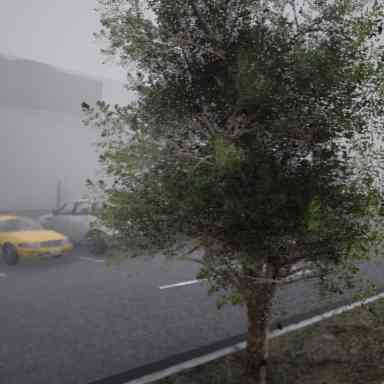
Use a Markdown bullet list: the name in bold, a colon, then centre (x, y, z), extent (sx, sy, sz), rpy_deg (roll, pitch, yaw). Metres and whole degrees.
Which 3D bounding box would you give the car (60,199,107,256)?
- **car**: centre (-4.145, 1.283, 13.642), extent (5.566, 2.045, 2.435), rpy_deg (-1, -1, 34)

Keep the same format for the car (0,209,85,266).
- **car**: centre (-6.412, 1.502, 11.776), extent (5.366, 1.575, 1.946), rpy_deg (-1, -2, 34)
